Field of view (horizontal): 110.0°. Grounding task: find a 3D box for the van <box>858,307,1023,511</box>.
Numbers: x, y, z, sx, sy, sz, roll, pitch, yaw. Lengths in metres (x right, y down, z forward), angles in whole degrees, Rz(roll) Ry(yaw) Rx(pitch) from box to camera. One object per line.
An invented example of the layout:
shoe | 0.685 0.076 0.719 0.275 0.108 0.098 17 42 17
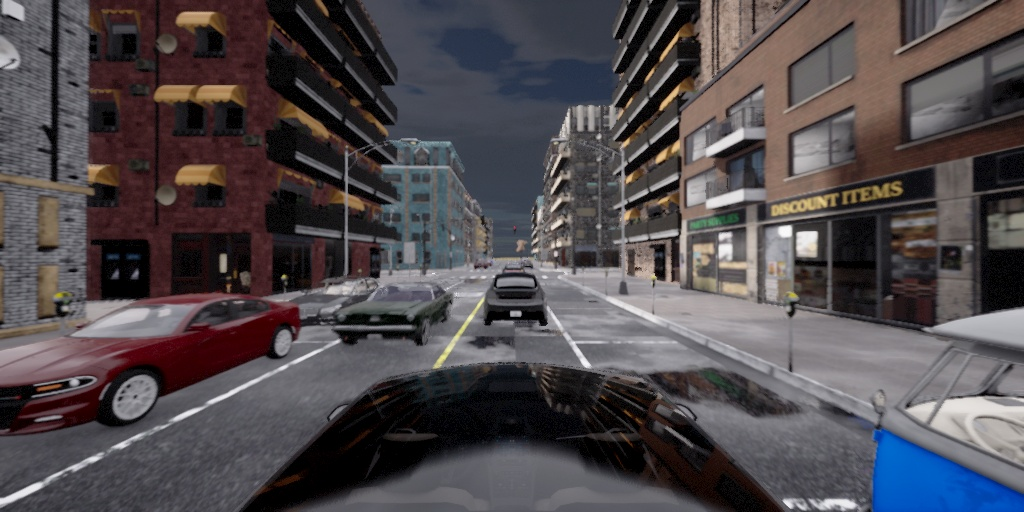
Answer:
van | 2.562 1.086 0.135 1.690 1.789 3.998 0 0 0

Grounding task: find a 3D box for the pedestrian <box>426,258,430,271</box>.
pedestrian | -12.086 1.191 51.332 0.375 1.860 0.375 0 0 1

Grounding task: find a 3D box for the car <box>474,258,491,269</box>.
car | -5.238 1.244 60.570 2.192 1.841 5.009 0 0 0

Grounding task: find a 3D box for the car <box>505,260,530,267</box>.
car | 0.132 1.329 29.213 2.128 1.511 4.902 0 0 0

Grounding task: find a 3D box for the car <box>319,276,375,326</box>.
car | -5.304 1.332 11.321 2.007 1.370 4.403 0 0 0

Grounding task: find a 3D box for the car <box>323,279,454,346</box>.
car | -2.840 1.377 9.645 1.895 1.301 4.718 0 0 0

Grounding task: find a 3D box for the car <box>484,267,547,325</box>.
car | 0.104 1.291 11.989 1.837 1.490 4.892 0 0 0

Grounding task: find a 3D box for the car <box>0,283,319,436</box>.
car | -5.311 1.309 5.733 1.888 1.381 4.507 0 0 0

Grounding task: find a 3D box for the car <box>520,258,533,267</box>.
car | 2.642 1.496 60.560 1.948 1.339 4.313 0 0 0
